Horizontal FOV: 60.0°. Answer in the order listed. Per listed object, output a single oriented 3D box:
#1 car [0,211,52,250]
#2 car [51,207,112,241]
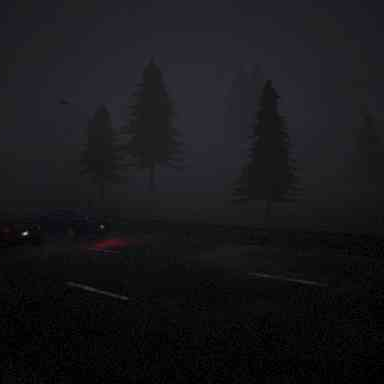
[{"bbox_3d":[-8.125,1.572,13.819,4.181,1.385,1.994,0,0,31],"label":"car"},{"bbox_3d":[-6.313,1.485,16.813,5.008,1.535,1.882,0,0,31],"label":"car"}]
